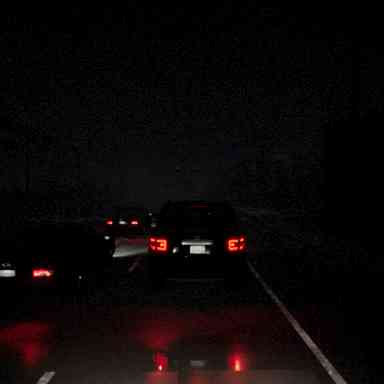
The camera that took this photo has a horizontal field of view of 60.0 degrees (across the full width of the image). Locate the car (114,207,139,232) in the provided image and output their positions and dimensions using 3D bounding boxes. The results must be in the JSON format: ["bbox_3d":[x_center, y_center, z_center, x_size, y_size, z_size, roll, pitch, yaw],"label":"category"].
[{"bbox_3d":[-3.412,1.546,18.719,2.033,1.411,5.357,0,0,0],"label":"car"}]

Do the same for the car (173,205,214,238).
[{"bbox_3d":[0.091,1.546,19.119,2.033,1.411,5.357,0,0,0],"label":"car"}]

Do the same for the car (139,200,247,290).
[{"bbox_3d":[0.095,1.221,9.188,2.150,2.045,5.566,0,0,0],"label":"car"}]

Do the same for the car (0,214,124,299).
[{"bbox_3d":[-3.410,1.547,8.648,2.033,1.411,5.357,0,0,0],"label":"car"}]
